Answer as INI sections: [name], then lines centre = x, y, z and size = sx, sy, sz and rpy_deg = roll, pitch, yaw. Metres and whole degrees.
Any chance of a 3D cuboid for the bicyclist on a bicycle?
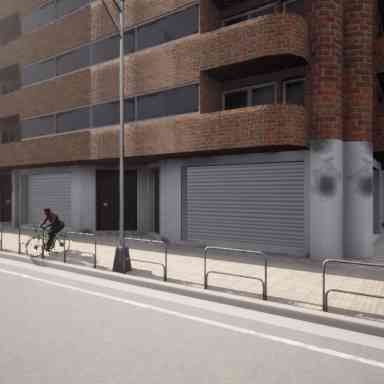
[bicyclist on a bicycle]
centre = -4.747, 1.338, 11.129
size = 0.582, 1.620, 1.656
rpy_deg = 1, -3, 33
